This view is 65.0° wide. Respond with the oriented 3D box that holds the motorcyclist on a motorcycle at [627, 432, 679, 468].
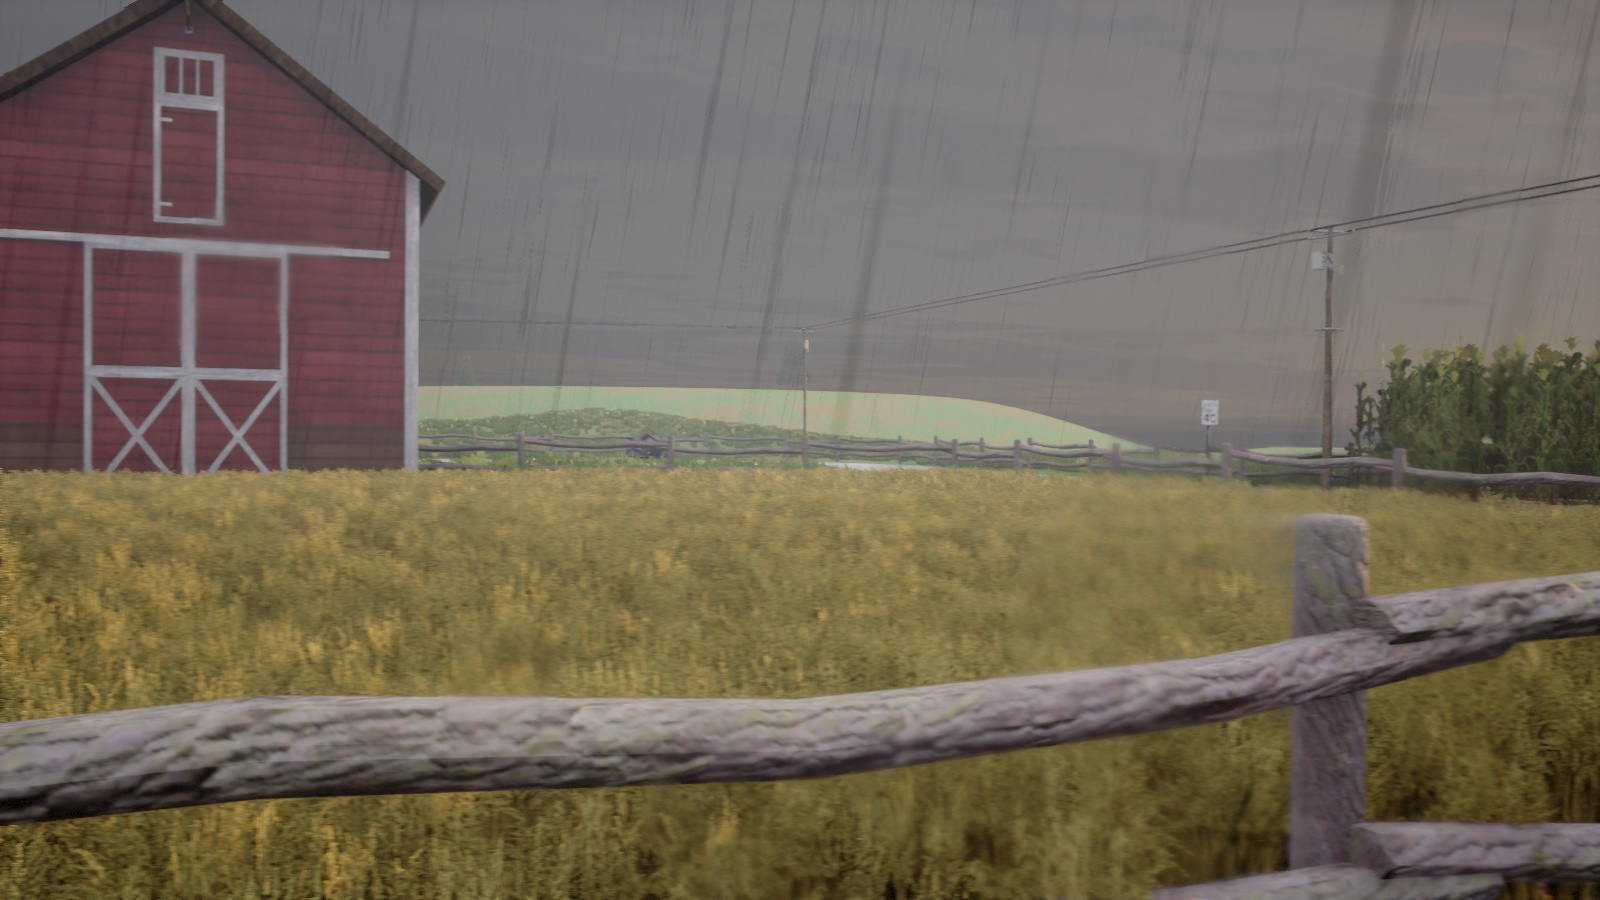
[{"bbox_3d":[-6.484,0.001,55.432,2.191,1.530,0.866,-1,1,-14],"label":"motorcyclist on a motorcycle"}]
